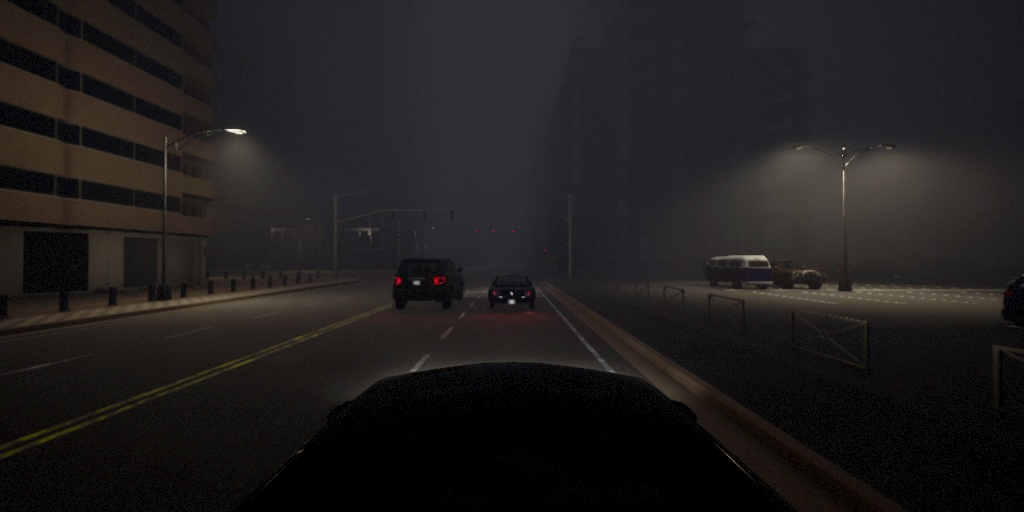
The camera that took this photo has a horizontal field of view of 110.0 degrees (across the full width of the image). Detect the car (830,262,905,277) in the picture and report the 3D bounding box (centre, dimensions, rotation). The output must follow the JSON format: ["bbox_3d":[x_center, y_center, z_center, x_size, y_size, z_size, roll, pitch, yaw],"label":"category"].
[{"bbox_3d":[37.621,1.580,38.022,5.357,1.411,2.033,0,-1,0],"label":"car"}]

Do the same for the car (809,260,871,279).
[{"bbox_3d":[37.924,1.573,41.521,4.892,1.490,1.837,0,-1,0],"label":"car"}]

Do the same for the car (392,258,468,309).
[{"bbox_3d":[-3.506,1.099,15.871,2.150,2.045,5.566,0,0,0],"label":"car"}]

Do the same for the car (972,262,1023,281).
[{"bbox_3d":[52.501,1.597,38.082,4.181,1.385,1.994,0,-1,0],"label":"car"}]

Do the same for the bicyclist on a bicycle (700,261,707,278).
[{"bbox_3d":[18.315,1.299,34.066,0.582,1.620,1.656,0,-1,0],"label":"bicyclist on a bicycle"}]

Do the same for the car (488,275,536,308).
[{"bbox_3d":[-0.005,1.483,15.953,1.895,1.301,4.718,0,0,0],"label":"car"}]
